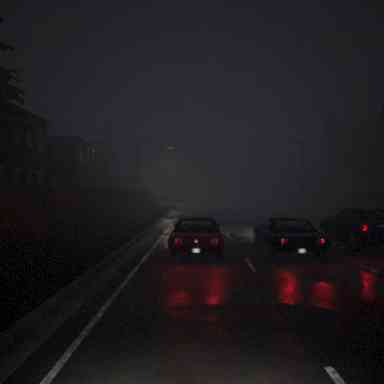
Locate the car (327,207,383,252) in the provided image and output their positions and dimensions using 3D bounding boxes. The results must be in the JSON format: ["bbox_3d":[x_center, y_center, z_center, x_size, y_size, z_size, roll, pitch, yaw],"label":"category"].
[{"bbox_3d":[7.210,1.414,14.309,2.097,1.767,4.553,0,0,1],"label":"car"}]

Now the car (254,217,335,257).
[{"bbox_3d":[3.690,1.660,13.217,1.895,1.301,4.718,0,0,1],"label":"car"}]

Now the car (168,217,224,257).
[{"bbox_3d":[0.191,1.660,13.253,1.895,1.301,4.718,0,0,1],"label":"car"}]
